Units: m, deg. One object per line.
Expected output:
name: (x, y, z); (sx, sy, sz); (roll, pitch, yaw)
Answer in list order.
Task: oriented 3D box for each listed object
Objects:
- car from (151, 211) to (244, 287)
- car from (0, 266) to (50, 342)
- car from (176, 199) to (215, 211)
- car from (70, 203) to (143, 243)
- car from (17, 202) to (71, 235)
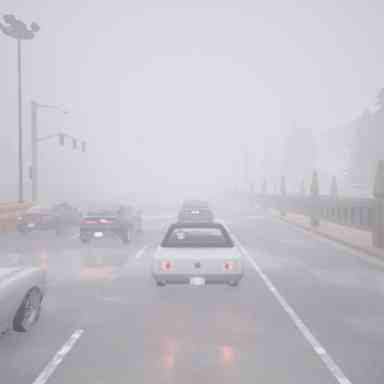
car: (0.127, 1.435, 8.804); (1.895, 1.301, 4.718); (0, 1, 0)
car: (-3.392, 1.539, 3.630); (1.895, 1.301, 4.718); (0, 1, 0)
car: (0.178, 1.153, 18.092); (1.837, 1.490, 4.892); (0, 1, 0)
car: (-3.344, 1.227, 14.368); (1.837, 1.490, 4.892); (0, 1, 0)
car: (-6.832, 1.206, 16.486); (1.812, 1.442, 4.674); (0, 1, 0)
